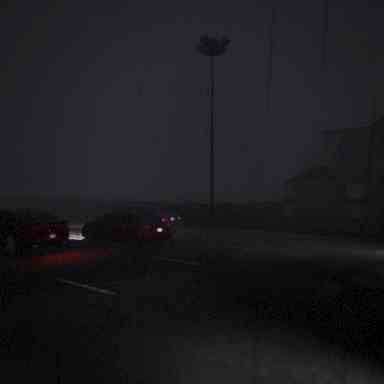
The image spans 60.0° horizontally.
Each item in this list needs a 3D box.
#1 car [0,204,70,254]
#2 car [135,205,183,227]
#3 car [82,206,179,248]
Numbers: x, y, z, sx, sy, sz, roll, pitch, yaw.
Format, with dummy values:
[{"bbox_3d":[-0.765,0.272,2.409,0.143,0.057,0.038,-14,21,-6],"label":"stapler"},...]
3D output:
[{"bbox_3d":[-6.964,1.402,13.261,5.008,1.535,1.882,0,0,36],"label":"car"},{"bbox_3d":[-3.082,1.471,19.088,5.357,1.411,2.033,0,0,35],"label":"car"},{"bbox_3d":[-2.944,1.503,14.692,4.181,1.385,1.994,0,0,36],"label":"car"}]
